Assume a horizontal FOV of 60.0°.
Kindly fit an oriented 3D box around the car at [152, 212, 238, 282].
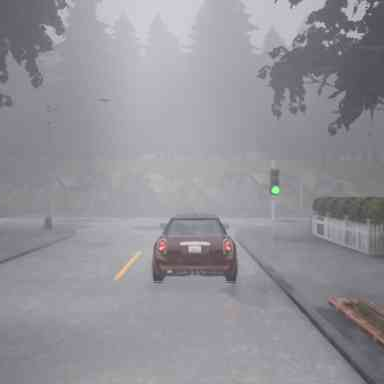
[{"bbox_3d":[0.079,1.364,9.967,2.097,1.767,4.553,0,0,0],"label":"car"}]
